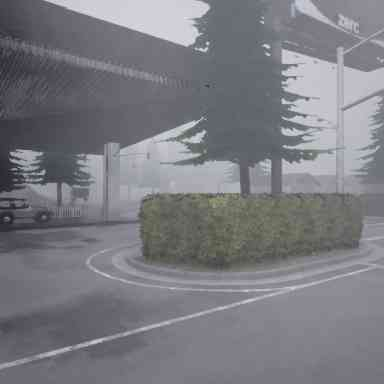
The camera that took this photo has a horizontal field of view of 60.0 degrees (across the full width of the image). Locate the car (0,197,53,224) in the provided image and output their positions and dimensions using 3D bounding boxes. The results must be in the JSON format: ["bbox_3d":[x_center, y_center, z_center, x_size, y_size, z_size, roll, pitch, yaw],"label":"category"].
[{"bbox_3d":[-12.015,1.313,23.453,3.866,1.878,1.905,0,0,-36],"label":"car"}]
